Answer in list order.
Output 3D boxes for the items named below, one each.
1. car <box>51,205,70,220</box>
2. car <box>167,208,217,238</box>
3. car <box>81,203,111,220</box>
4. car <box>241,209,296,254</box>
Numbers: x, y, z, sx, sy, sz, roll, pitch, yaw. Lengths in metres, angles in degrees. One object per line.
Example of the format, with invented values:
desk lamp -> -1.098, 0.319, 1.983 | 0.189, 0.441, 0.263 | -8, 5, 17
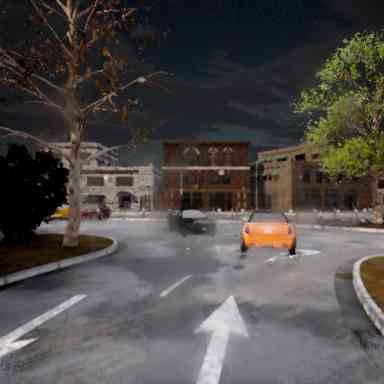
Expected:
car -> -12.884, 2.052, 34.306 | 2.097, 1.535, 5.008 | -1, -1, 1
car -> -0.096, 1.723, 19.847 | 1.882, 1.535, 5.008 | 2, -1, -18
car -> -9.851, 1.880, 34.235 | 2.185, 1.767, 4.553 | -1, -1, 1
car -> 3.302, 1.537, 14.740 | 2.097, 1.767, 4.553 | 0, -1, 11
